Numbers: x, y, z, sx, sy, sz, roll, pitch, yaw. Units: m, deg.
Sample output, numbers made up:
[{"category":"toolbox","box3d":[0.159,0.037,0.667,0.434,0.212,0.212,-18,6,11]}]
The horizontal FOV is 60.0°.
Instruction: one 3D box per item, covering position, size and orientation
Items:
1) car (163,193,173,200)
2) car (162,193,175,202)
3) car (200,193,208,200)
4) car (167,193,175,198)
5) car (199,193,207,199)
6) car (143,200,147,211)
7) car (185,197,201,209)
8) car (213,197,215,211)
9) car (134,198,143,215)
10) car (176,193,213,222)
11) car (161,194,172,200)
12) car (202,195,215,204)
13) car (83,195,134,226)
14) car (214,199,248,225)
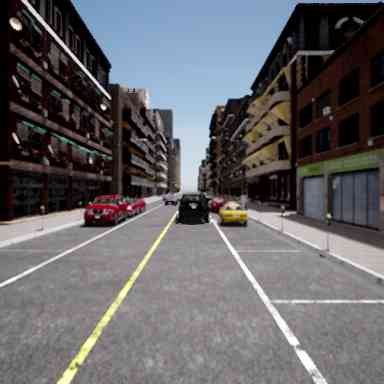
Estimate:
[{"category":"car","box3d":[-5.602,1.039,78.800,2.008,1.369,4.403,0,0,0]},{"category":"car","box3d":[-2.947,1.149,47.928,2.033,1.411,5.357,0,0,0]},{"category":"car","box3d":[2.780,1.013,78.956,1.752,1.417,4.829,0,0,0]},{"category":"car","box3d":[-5.589,0.958,90.072,1.887,1.381,4.507,0,0,0]},{"category":"car","box3d":[2.785,1.017,84.423,1.947,1.339,4.313,0,0,0]},{"category":"car","box3d":[-5.651,1.328,33.712,1.887,1.381,4.507,0,0,0]},{"category":"car","box3d":[0.147,1.337,41.022,1.895,1.301,4.718,0,0,0]},{"category":"car","box3d":[2.729,1.328,33.698,1.887,1.381,4.507,0,0,0]},{"category":"car","box3d":[-5.658,1.260,28.074,1.967,1.590,4.097,0,0,0]},{"category":"car","box3d":[0.134,1.065,24.778,2.150,2.045,5.566,0,1,0]},{"category":"car","box3d":[-5.608,1.076,73.163,2.008,1.369,4.403,0,0,0]},{"category":"car","box3d":[2.754,1.188,56.242,2.008,1.369,4.403,0,0,0]},{"category":"car","box3d":[-5.663,1.171,22.437,2.192,1.841,5.009,0,0,0]},{"category":"car","box3d":[2.717,1.380,22.596,1.752,1.417,4.829,0,0,0]}]
